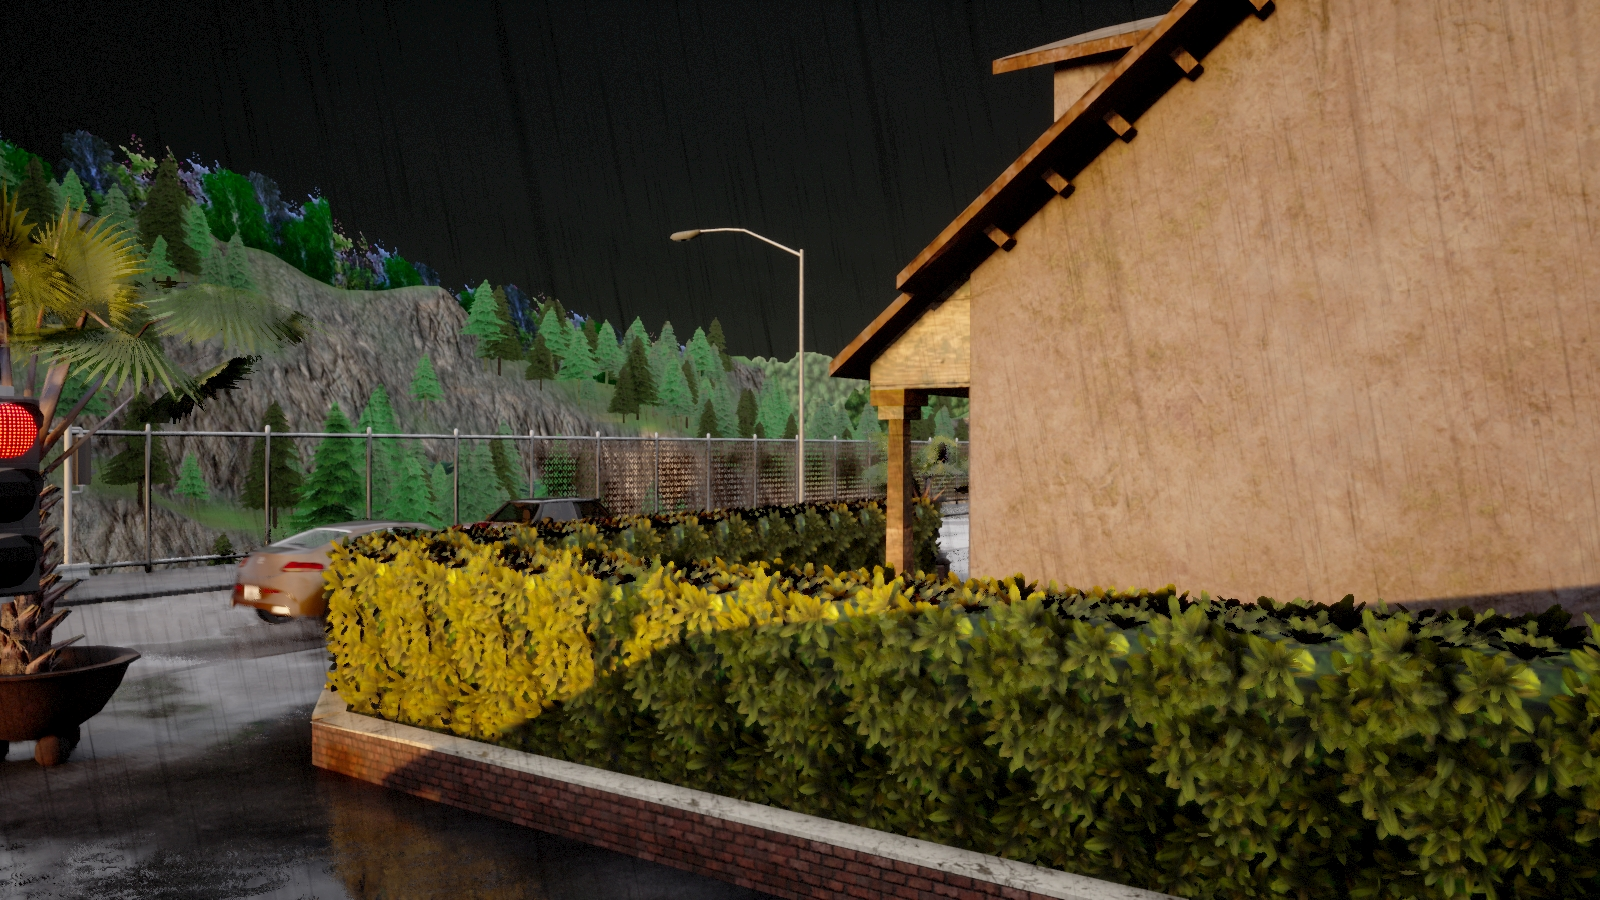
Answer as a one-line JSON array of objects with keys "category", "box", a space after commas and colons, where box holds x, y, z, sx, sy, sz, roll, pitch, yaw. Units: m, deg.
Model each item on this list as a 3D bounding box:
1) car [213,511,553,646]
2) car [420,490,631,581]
[{"category": "car", "box": [-6.773, 1.992, 19.139, 2.152, 1.651, 5.027, 0, 0, 35]}, {"category": "car", "box": [-6.312, 1.906, 26.765, 2.097, 1.767, 4.553, 0, 0, 35]}]
